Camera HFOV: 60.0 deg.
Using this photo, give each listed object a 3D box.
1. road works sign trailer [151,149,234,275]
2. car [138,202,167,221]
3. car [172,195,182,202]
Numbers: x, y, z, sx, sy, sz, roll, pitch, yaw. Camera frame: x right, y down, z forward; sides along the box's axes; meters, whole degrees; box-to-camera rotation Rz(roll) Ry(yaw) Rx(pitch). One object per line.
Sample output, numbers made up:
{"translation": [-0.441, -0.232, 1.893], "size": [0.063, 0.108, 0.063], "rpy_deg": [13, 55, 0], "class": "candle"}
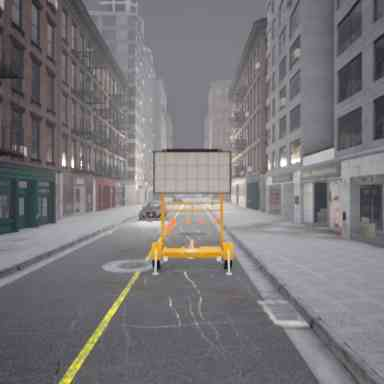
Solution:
{"translation": [0.009, 0.458, 10.413], "size": [2.380, 3.560, 2.880], "rpy_deg": [0, 0, 0], "class": "road works sign trailer"}
{"translation": [-3.092, 1.545, 26.996], "size": [1.994, 1.385, 4.181], "rpy_deg": [0, 0, 0], "class": "car"}
{"translation": [-2.994, 1.409, 67.638], "size": [1.882, 1.535, 5.008], "rpy_deg": [0, 0, 0], "class": "car"}
